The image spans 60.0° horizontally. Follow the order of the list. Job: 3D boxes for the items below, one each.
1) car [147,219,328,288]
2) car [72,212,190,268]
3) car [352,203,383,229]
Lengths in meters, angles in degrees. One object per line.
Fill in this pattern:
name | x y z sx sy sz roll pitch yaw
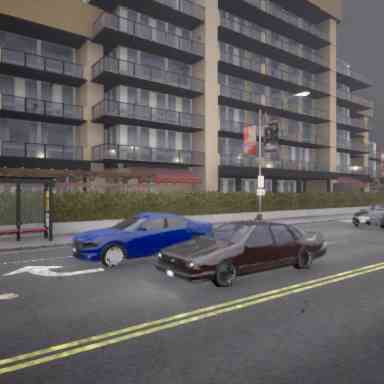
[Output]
car | 1.644 1.547 9.466 5.357 1.411 2.033 0 0 -36
car | -1.519 1.477 11.508 5.008 1.535 1.882 0 0 -35
car | 12.224 1.492 21.343 4.902 1.511 2.128 0 0 -36
